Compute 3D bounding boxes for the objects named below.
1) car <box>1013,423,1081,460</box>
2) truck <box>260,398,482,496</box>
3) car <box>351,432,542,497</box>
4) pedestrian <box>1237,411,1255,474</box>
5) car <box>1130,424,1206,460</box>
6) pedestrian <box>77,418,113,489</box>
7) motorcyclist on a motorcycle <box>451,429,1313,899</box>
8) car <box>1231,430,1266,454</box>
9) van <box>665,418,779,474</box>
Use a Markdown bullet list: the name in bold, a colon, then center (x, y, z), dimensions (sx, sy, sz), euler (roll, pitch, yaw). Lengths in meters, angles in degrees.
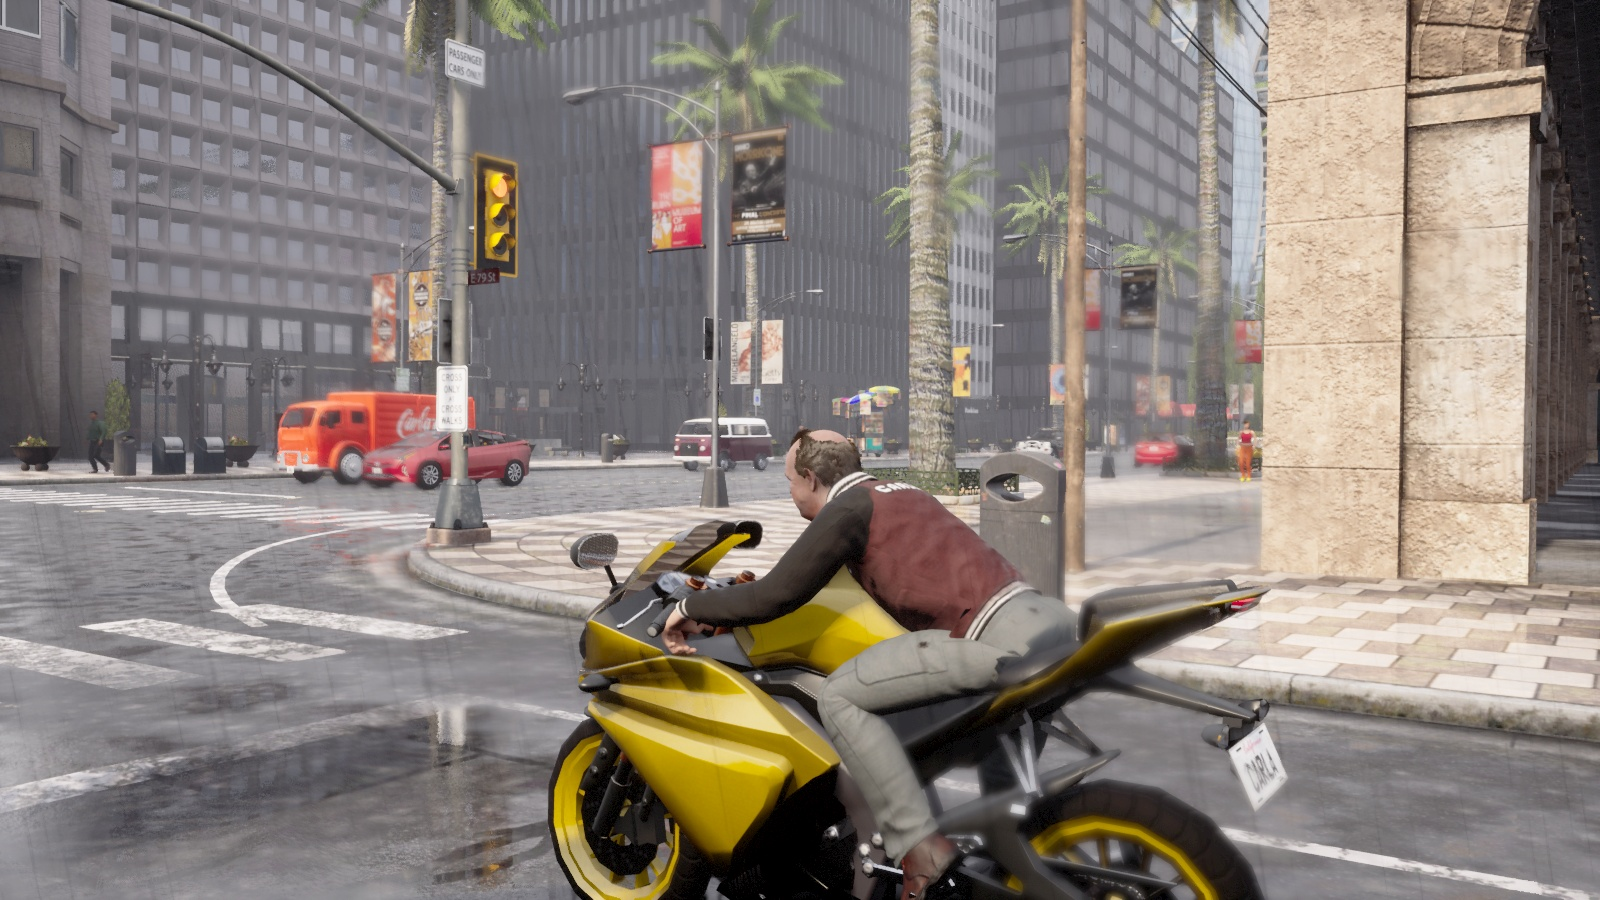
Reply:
- **car**: center (12.955, -0.467, 65.764), dimensions (1.932, 1.855, 4.605), euler (0, 1, 33)
- **truck**: center (-11.689, -0.122, 34.589), dimensions (2.627, 2.467, 5.204), euler (0, 1, 35)
- **car**: center (-8.995, 0.318, 32.343), dimensions (2.007, 1.525, 4.514), euler (0, 1, 33)
- **pedestrian**: center (13.094, -0.234, 36.862), dimensions (0.345, 1.836, 0.594), euler (0, 1, 33)
- **car**: center (17.659, -0.405, 60.141), dimensions (2.242, 1.667, 4.611), euler (0, 1, 33)
- **pedestrian**: center (-19.646, 0.088, 35.021), dimensions (0.423, 1.949, 0.788), euler (0, 1, 13)
- **motorcyclist on a motorcycle**: center (0.146, 0.718, 3.421), dimensions (2.191, 1.530, 0.866), euler (0, 1, 33)
- **car**: center (26.262, -0.455, 73.489), dimensions (1.481, 1.376, 2.207), euler (0, 1, 33)
- **van**: center (-2.916, -0.173, 47.896), dimensions (2.069, 2.038, 4.480), euler (0, 1, 33)
